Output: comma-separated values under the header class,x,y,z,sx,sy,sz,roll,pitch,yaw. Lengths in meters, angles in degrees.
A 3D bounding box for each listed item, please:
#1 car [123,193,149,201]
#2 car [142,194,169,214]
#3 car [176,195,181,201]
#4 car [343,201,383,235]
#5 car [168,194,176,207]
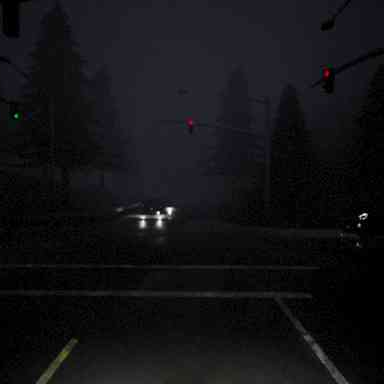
class,x,y,z,sx,sy,sz,roll,pitch,yaw
car,-11.655,0.947,68.757,4.902,1.511,2.128,0,0,24
car,-3.579,1.249,31.946,1.837,1.490,4.892,0,0,0
car,-3.976,1.065,62.451,1.994,1.385,4.181,0,1,-39
car,10.221,1.201,16.983,4.553,1.767,2.097,0,0,0
car,-3.570,1.248,44.113,1.895,1.301,4.718,0,0,0
